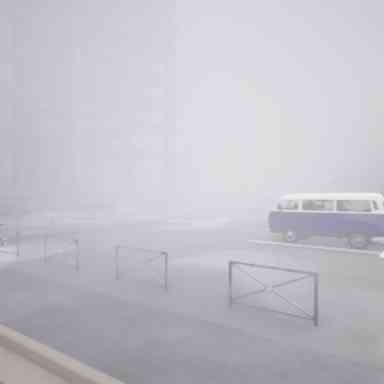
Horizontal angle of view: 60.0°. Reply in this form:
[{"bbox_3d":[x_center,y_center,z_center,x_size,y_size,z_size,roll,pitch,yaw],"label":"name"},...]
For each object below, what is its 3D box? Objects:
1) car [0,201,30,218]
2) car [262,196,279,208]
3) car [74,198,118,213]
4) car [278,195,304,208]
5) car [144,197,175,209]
[{"bbox_3d":[-16.325,1.477,27.490,2.033,1.411,5.357,0,0,35],"label":"car"},{"bbox_3d":[13.671,1.436,57.296,1.837,1.490,4.892,0,0,35],"label":"car"},{"bbox_3d":[-10.318,1.407,35.943,1.882,1.535,5.008,0,0,35],"label":"car"},{"bbox_3d":[16.579,1.534,55.348,1.895,1.301,4.718,0,0,35],"label":"car"},{"bbox_3d":[-4.295,1.420,44.411,2.128,1.511,4.902,0,0,35],"label":"car"}]
